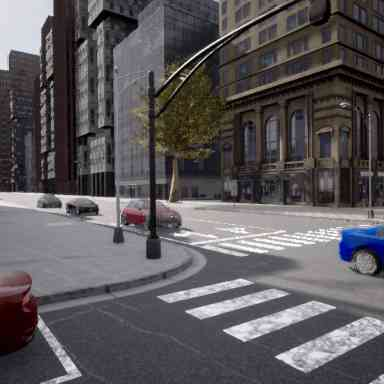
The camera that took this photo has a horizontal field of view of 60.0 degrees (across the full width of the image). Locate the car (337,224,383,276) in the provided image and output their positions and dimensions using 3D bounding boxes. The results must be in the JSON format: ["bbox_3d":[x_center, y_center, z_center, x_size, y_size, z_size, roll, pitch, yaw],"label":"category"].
[{"bbox_3d":[6.230,1.472,8.268,1.882,1.535,5.008,0,0,-36],"label":"car"}]

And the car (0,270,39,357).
[{"bbox_3d":[-4.175,1.545,3.660,4.507,1.381,1.887,0,-1,-36],"label":"car"}]

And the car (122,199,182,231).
[{"bbox_3d":[-2.517,1.283,20.300,2.097,1.767,4.553,-1,1,-36],"label":"car"}]

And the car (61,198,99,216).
[{"bbox_3d":[-10.259,1.301,30.971,1.882,1.535,5.008,-1,1,-36],"label":"car"}]

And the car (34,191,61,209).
[{"bbox_3d":[-17.773,1.073,41.377,2.097,1.767,4.553,-1,1,-36],"label":"car"}]
